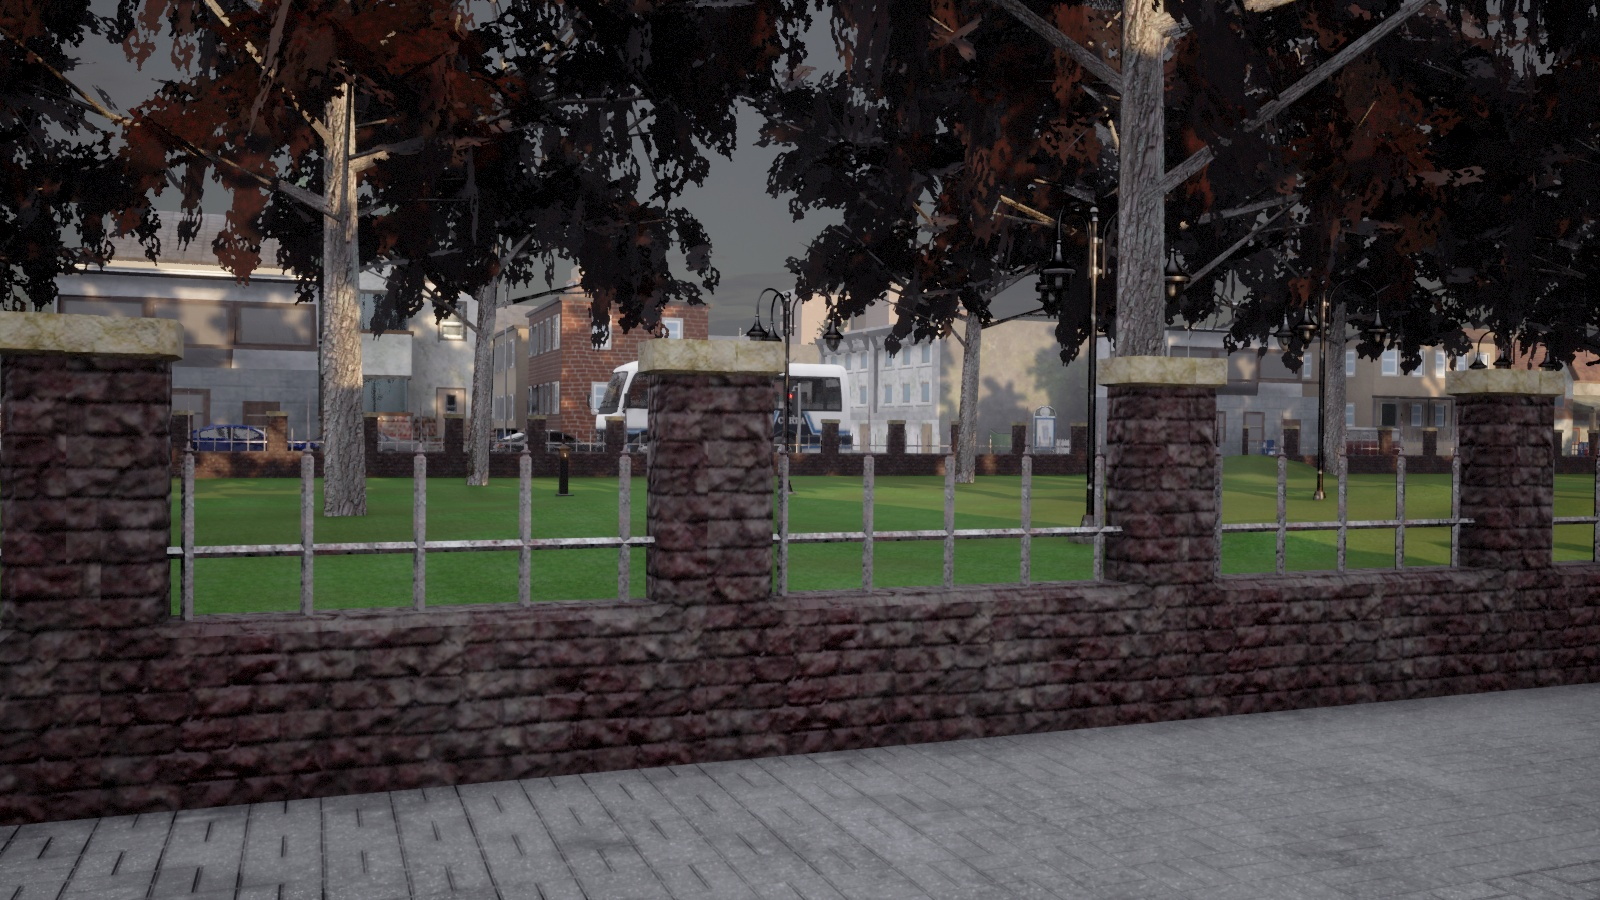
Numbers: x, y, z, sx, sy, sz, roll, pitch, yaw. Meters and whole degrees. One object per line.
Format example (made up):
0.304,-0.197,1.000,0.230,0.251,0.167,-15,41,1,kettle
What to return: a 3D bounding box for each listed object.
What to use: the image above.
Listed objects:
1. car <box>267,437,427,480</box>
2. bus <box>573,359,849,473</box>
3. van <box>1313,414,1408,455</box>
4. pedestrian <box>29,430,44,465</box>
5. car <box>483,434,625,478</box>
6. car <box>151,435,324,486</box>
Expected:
-16.555,0.277,45.972,5.357,1.411,2.033,-1,1,-21,car
-3.576,-1.359,50.322,10.273,4.253,3.944,-1,1,-21,bus
28.271,-0.785,63.343,4.442,1.987,1.775,-1,1,-21,van
-41.414,-0.153,68.112,0.563,1.883,0.849,-1,1,-26,pedestrian
-8.734,0.192,44.624,4.674,1.442,1.812,-1,1,-24,car
-18.238,0.307,40.900,5.008,1.535,1.882,-1,1,-24,car
